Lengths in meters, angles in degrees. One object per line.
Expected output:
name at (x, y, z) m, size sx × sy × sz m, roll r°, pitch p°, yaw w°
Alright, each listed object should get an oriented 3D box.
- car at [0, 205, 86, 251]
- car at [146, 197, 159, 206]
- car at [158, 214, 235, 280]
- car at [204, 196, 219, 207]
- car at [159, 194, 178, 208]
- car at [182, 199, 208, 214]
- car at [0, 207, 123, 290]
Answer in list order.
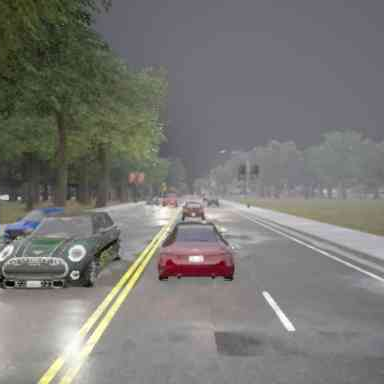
car at (-6.597, 1.487, 15.294) m, size 1.882 × 1.535 × 5.008 m, roll 0°, pitch 0°, yaw 0°
car at (-6.545, 1.600, 55.871) m, size 1.812 × 1.442 × 4.674 m, roll 0°, pitch 0°, yaw 1°
car at (0.102, 1.569, 9.955) m, size 1.994 × 1.385 × 4.181 m, roll 0°, pitch 0°, yaw 0°
car at (3.362, 1.574, 54.406) m, size 1.837 × 1.490 × 4.892 m, roll 0°, pitch 0°, yaw 0°
car at (-3.314, 1.281, 50.758) m, size 2.150 × 2.045 × 5.566 m, roll 0°, pitch 0°, yaw 0°
car at (0.106, 1.547, 27.855) m, size 1.812 × 1.442 × 4.674 m, roll 0°, pitch 0°, yaw 0°
car at (-3.348, 1.357, 9.275) m, size 2.097 × 1.767 × 4.553 m, roll 0°, pitch 0°, yaw 0°
